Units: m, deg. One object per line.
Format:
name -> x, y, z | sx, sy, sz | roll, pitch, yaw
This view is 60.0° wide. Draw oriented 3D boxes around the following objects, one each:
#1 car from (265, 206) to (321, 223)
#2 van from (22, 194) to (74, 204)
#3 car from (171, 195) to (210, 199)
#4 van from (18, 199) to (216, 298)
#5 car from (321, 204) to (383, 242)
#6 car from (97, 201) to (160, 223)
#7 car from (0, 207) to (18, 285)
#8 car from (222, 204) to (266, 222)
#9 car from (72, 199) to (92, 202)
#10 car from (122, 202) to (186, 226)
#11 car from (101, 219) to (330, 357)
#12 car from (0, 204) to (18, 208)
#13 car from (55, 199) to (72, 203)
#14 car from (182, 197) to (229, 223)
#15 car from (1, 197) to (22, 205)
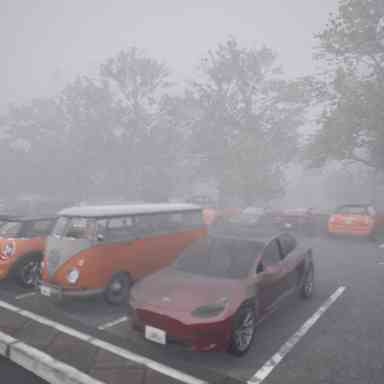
car -> 6.277, 1.523, 18.773 | 2.097, 1.535, 5.008 | 0, 0, 36
van -> -14.122, 1.301, 33.336 | 1.878, 1.987, 4.442 | 0, 0, 36
car -> -0.514, 1.277, 23.638 | 2.435, 2.045, 5.566 | 0, 0, 36
van -> -1.468, 1.299, 8.094 | 1.878, 1.987, 4.442 | 0, 0, 36
car -> 8.520, 1.395, 17.124 | 2.185, 1.767, 4.553 | 0, 0, 36
car -> -5.013, 1.530, 26.923 | 2.231, 1.521, 4.892 | 0, 0, 36
car -> -3.625, 1.401, 9.755 | 2.185, 1.767, 4.553 | 0, 0, 36
car -> 4.023, 1.565, 20.407 | 2.002, 1.452, 4.674 | 0, 0, 36
car -> -7.273, 1.529, 28.551 | 2.097, 1.535, 5.008 | 0, 0, 36
car -> -2.742, 1.559, 25.314 | 2.163, 1.488, 4.792 | 0, 0, 36
car -> 0.893, 1.552, 6.501 | 2.163, 1.488, 4.792 | 0, 0, 36
car -> -10.384, 1.530, 14.657 | 2.097, 1.535, 5.008 | 0, 0, 36
car -> -9.534, 1.569, 30.177 | 2.002, 1.452, 4.674 | 0, 0, 36
car -> 1.743, 1.401, 22.008 | 2.185, 1.767, 4.553 | 0, 0, 36
car -> -16.330, 1.274, 35.036 | 2.435, 2.045, 5.566 | 0, 0, 36
